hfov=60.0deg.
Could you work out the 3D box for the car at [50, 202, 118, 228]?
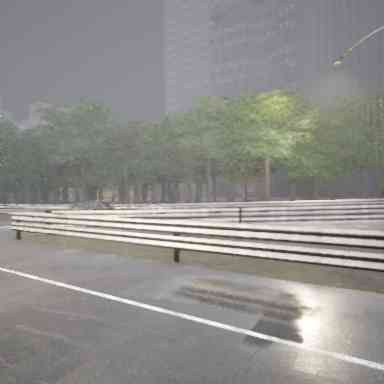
[{"bbox_3d":[-7.555,1.486,23.215,4.553,1.767,2.097,-1,-1,14],"label":"car"}]
